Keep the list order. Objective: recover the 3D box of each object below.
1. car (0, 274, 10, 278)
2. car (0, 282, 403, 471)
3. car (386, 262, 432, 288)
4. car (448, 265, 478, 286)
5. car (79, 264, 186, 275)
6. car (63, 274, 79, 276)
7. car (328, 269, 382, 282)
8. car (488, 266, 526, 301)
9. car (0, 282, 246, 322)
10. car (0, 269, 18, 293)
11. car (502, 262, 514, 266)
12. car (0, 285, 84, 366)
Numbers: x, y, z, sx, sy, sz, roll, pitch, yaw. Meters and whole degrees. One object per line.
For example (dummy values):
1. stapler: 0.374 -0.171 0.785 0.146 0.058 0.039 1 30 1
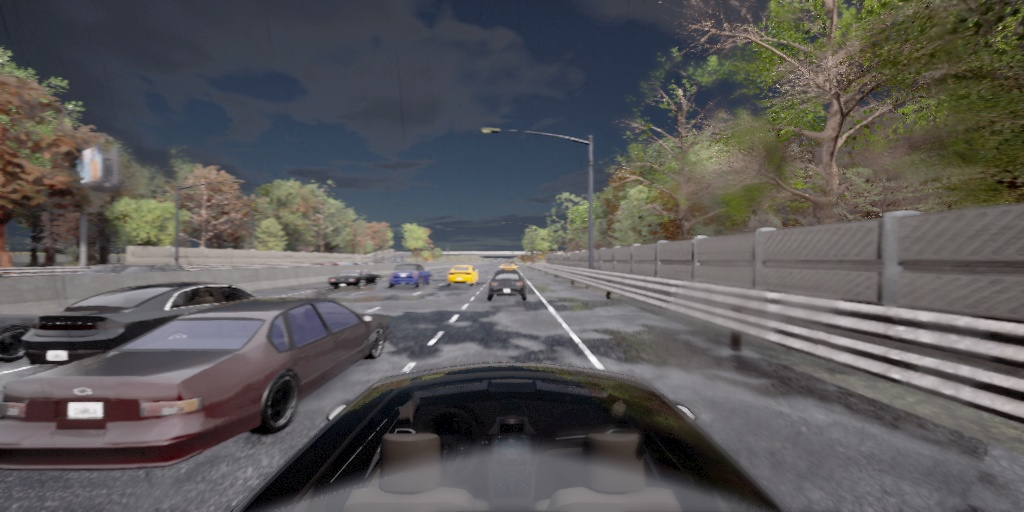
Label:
1. car: -28.349 1.519 18.396 1.895 1.301 4.718 0 -1 0
2. car: -3.533 1.333 5.460 2.033 1.411 5.357 0 -1 -1
3. car: -7.219 1.328 25.901 2.097 1.767 4.553 0 -1 -1
4. car: -3.732 1.470 27.815 1.882 1.535 5.008 0 -1 -1
5. car: -21.369 1.290 20.939 2.097 1.767 4.553 0 -1 0
6. car: -24.878 1.303 22.166 2.097 1.767 4.553 0 -1 0
7. car: -10.706 1.569 24.853 1.895 1.301 4.718 0 -1 -1
8. car: -0.252 1.430 18.506 1.812 1.442 4.674 0 -1 -1
9. car: -7.055 1.316 7.970 1.837 1.490 4.892 0 -1 -1
10. car: -31.860 1.480 19.708 2.033 1.411 5.357 0 -1 0
11. car: -0.455 1.598 41.141 1.882 1.535 5.008 0 -1 -1
12. car: -10.536 1.336 5.302 2.033 1.411 5.357 0 -1 -1
